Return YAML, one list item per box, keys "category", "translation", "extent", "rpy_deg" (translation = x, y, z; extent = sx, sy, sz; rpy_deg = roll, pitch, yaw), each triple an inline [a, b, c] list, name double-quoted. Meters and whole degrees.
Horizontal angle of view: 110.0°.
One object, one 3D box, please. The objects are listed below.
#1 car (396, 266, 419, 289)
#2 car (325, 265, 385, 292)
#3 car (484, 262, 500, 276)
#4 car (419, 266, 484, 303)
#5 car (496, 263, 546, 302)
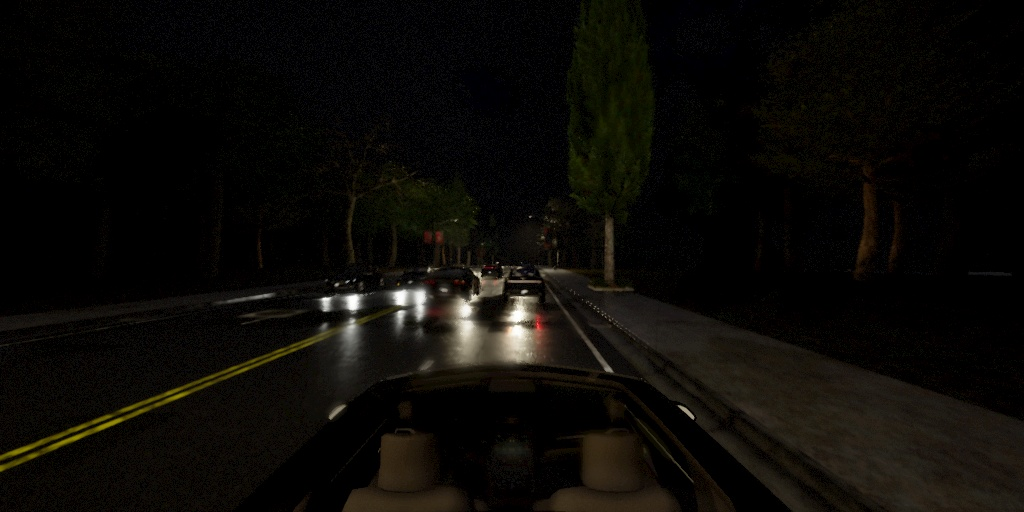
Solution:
- category: "car"
  translation: [-5.901, 1.354, 23.037]
  extent: [1.994, 1.385, 4.181]
  rpy_deg: [0, 0, 2]
- category: "car"
  translation: [-9.213, 1.281, 21.469]
  extent: [1.837, 1.490, 4.892]
  rpy_deg: [0, 0, 2]
- category: "car"
  translation: [-1.969, 1.339, 35.941]
  extent: [2.128, 1.511, 4.902]
  rpy_deg: [0, 0, 2]
- category: "car"
  translation: [-2.665, 1.256, 17.070]
  extent: [1.882, 1.535, 5.008]
  rpy_deg: [0, 0, 2]
- category: "car"
  translation: [0.583, 1.279, 17.115]
  extent: [2.128, 1.511, 4.902]
  rpy_deg: [0, 0, 2]
